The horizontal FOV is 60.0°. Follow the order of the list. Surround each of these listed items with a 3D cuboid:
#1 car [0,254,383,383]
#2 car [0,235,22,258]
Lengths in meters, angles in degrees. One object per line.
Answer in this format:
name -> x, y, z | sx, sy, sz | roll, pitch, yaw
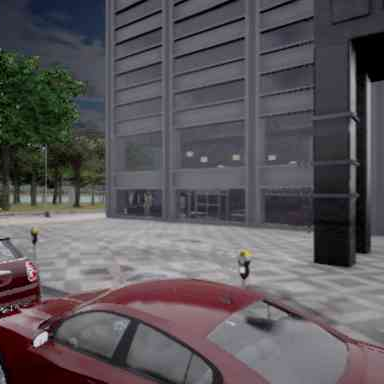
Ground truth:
car -> -0.327, 1.547, 3.196 | 4.507, 1.381, 1.887 | 0, 0, 35
car -> -4.754, 1.450, 6.352 | 4.097, 1.590, 1.967 | 0, 0, 35
